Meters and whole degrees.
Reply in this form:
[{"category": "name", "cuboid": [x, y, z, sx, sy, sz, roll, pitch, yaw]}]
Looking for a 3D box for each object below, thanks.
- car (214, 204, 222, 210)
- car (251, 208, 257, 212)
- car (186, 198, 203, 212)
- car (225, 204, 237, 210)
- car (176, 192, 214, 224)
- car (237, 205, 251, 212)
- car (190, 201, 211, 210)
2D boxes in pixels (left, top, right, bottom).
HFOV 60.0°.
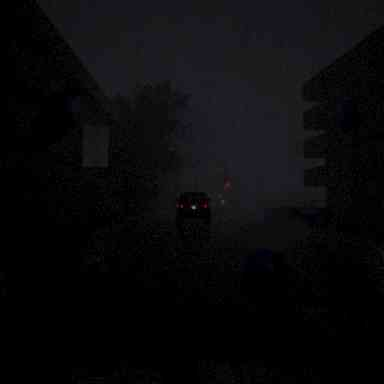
[{"category": "car", "cuboid": [4.841, 3.596, 79.807, 2.185, 1.767, 4.553, 5, -5, -31]}, {"category": "car", "cuboid": [13.644, 4.583, 81.550, 1.946, 1.575, 5.366, 7, -5, -30]}, {"category": "car", "cuboid": [0.350, 1.603, 40.600, 1.882, 1.535, 5.008, 0, -2, 2]}, {"category": "car", "cuboid": [7.814, 3.855, 80.303, 2.185, 1.767, 4.553, 7, -5, -30]}, {"category": "car", "cuboid": [0.100, 1.010, 22.408, 2.150, 2.045, 5.566, 0, 0, 0]}, {"category": "car", "cuboid": [10.811, 4.033, 80.860, 2.435, 2.045, 5.566, 8, -5, -30]}, {"category": "car", "cuboid": [1.962, 3.293, 79.223, 2.435, 2.045, 5.566, 2, -4, -30]}]
